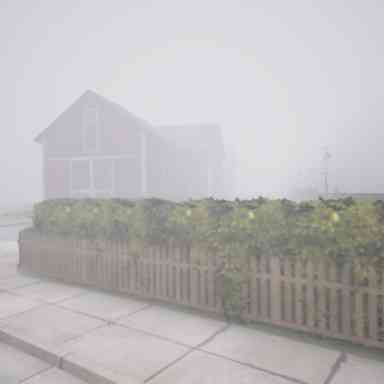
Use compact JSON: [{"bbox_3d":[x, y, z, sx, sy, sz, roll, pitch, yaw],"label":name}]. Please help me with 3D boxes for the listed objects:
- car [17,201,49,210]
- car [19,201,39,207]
[{"bbox_3d":[-26.986,2.302,56.756,2.033,1.411,5.357,-1,0,14],"label":"car"},{"bbox_3d":[-22.437,2.086,47.910,1.816,1.474,4.193,-7,-1,11],"label":"car"}]
